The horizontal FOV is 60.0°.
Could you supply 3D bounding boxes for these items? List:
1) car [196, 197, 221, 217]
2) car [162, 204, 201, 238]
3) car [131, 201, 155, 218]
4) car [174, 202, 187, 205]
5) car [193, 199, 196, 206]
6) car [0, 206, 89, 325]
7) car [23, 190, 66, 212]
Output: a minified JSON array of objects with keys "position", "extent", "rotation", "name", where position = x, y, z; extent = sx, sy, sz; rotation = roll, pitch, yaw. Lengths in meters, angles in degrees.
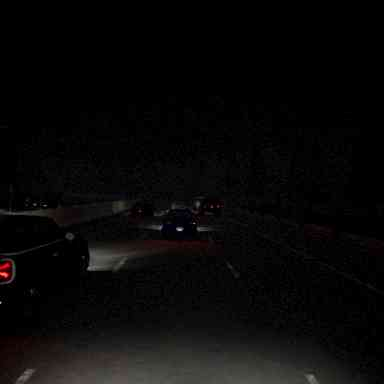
[{"position":[2.030,1.714,38.662],"extent":[2.150,2.045,5.566],"rotation":[3,0,-2],"name":"car"},{"position":[-0.688,1.689,18.774],"extent":[1.812,1.442,4.674],"rotation":[3,0,-2],"name":"car"},{"position":[-4.728,1.601,32.305],"extent":[1.882,1.535,5.008],"rotation":[3,0,-2],"name":"car"},{"position":[-1.526,1.869,39.799],"extent":[1.812,1.442,4.674],"rotation":[3,0,-2],"name":"car"},{"position":[1.426,1.836,53.251],"extent":[2.150,2.045,5.566],"rotation":[3,-1,-3],"name":"car"},{"position":[-3.718,1.259,7.075],"extent":[2.097,1.767,4.553],"rotation":[3,-1,-2],"name":"car"},{"position":[-15.470,0.899,35.354],"extent":[2.150,2.045,5.566],"rotation":[3,-1,-2],"name":"car"}]
